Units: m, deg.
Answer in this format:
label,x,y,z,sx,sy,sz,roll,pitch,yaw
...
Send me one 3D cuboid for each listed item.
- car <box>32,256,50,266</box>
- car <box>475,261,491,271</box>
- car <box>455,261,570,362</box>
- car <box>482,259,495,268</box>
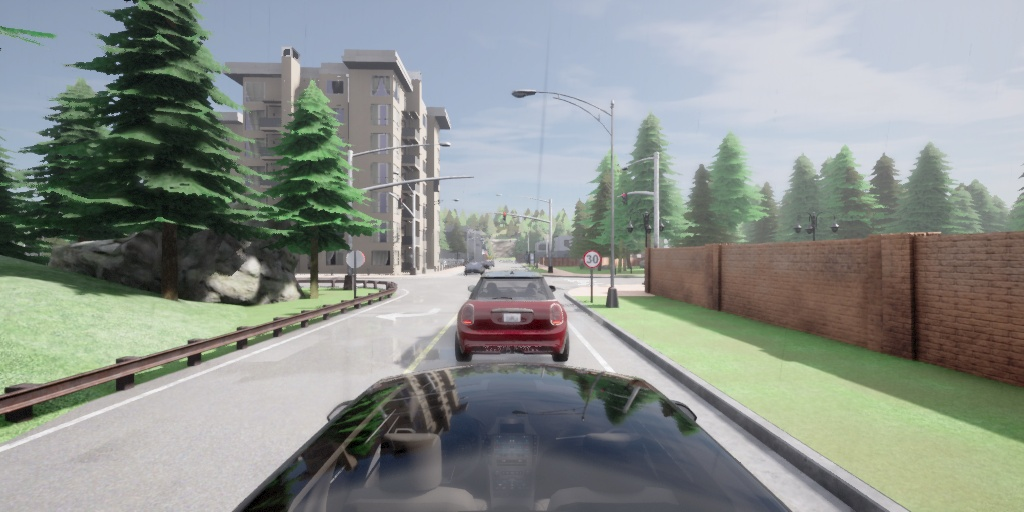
label,x,y,z,sx,sy,sz,roll,pitch,yaw
car,-30.940,0.987,24.700,5.566,2.045,2.150,0,0,-1
car,-4.043,1.350,51.149,1.895,1.301,4.718,0,0,-1
car,0.002,1.102,8.402,2.097,1.767,4.553,0,0,0
car,-4.126,1.314,63.836,1.994,1.385,4.181,0,0,0
